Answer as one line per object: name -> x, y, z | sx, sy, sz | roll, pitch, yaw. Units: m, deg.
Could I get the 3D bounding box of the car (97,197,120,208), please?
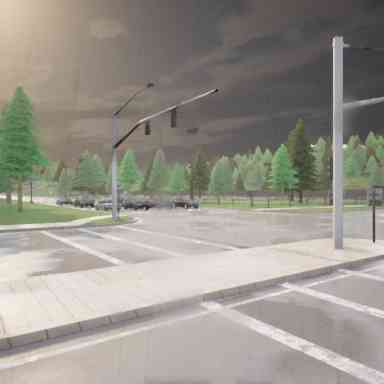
car -> -12.520, 1.525, 49.702 | 1.812, 1.442, 4.674 | 0, 0, -35

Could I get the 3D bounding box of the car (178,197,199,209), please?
car -> -0.958, 1.504, 45.402 | 1.837, 1.490, 4.892 | 0, 0, -35

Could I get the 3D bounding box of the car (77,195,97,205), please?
car -> -18.400, 1.351, 58.127 | 2.097, 1.767, 4.553 | 0, 0, -35

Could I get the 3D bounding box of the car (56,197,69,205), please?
car -> -21.710, 1.563, 56.752 | 1.994, 1.385, 4.181 | 0, 0, -35

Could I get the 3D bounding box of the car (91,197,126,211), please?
car -> -10.203, 1.600, 40.296 | 1.895, 1.301, 4.718 | 0, 0, -35

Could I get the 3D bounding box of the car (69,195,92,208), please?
car -> -15.744, 1.547, 48.199 | 2.033, 1.411, 5.357 | 0, 0, -35

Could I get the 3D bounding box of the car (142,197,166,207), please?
car -> -6.048, 1.563, 52.676 | 1.994, 1.385, 4.181 | 0, 0, -35

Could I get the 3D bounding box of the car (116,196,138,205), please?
car -> -12.047, 1.547, 61.274 | 2.033, 1.411, 5.357 | 0, 0, -34

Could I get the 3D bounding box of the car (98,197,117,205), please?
car -> -15.169, 1.563, 59.622 | 1.994, 1.385, 4.181 | 0, 0, -35

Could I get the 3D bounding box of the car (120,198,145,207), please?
car -> -9.193, 1.600, 51.051 | 1.895, 1.301, 4.718 | 0, 0, -35

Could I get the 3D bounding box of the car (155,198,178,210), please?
car -> -4.171, 1.563, 43.887 | 1.994, 1.385, 4.181 | 0, 0, -35

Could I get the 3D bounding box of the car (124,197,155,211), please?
car -> -7.159, 1.547, 42.050 | 2.033, 1.411, 5.357 | 0, 0, -35
